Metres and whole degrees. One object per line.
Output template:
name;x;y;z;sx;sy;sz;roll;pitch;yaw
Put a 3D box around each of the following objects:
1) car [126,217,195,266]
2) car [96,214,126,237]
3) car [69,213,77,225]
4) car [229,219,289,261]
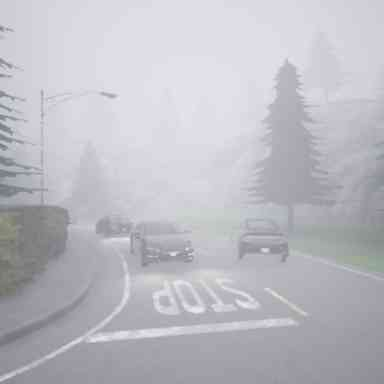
car;-1.323;1.884;13.298;1.837;1.490;4.892;0;-2;-17
car;-5.209;2.236;22.750;1.994;1.385;4.181;0;-2;-29
car;-13.451;2.540;33.469;4.902;1.511;2.128;-2;-2;42
car;2.705;1.851;13.852;2.128;1.511;4.902;1;-2;4
